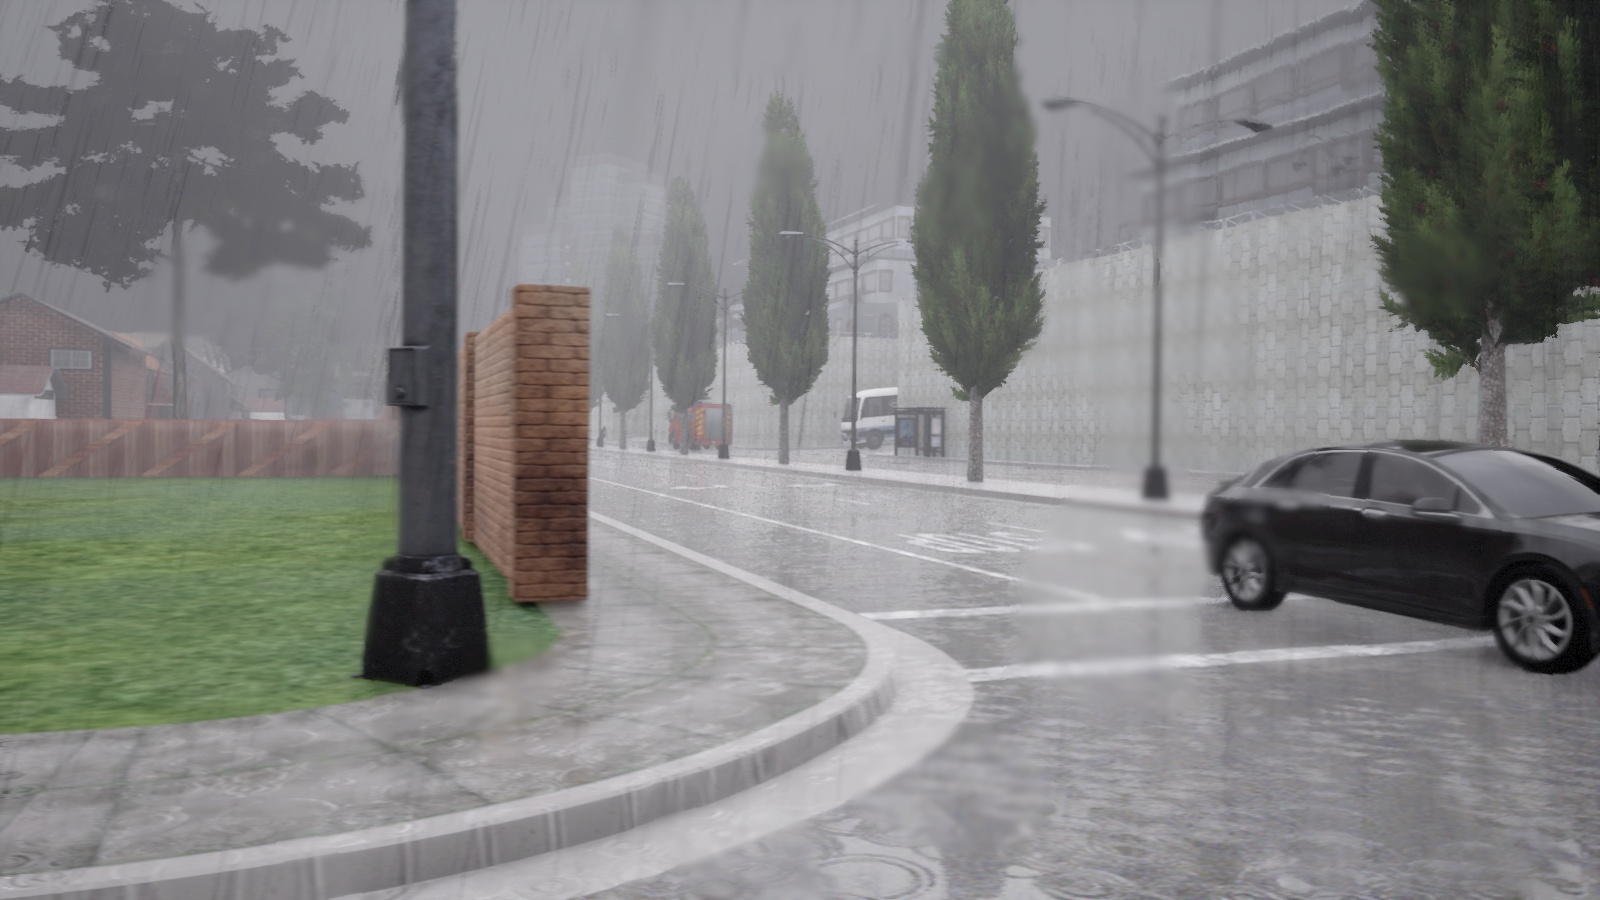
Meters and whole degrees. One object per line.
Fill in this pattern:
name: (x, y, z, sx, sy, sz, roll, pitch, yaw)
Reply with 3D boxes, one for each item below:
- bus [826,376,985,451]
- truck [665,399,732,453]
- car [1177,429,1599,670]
bus: (7.541, -2.595, 90.012, 10.273, 4.253, 3.944, -6, 2, -19)
truck: (-7.679, -1.792, 93.672, 2.891, 3.827, 8.468, -1, 1, -19)
car: (5.239, 0.587, 9.883, 1.837, 1.490, 4.892, -1, 1, -19)
